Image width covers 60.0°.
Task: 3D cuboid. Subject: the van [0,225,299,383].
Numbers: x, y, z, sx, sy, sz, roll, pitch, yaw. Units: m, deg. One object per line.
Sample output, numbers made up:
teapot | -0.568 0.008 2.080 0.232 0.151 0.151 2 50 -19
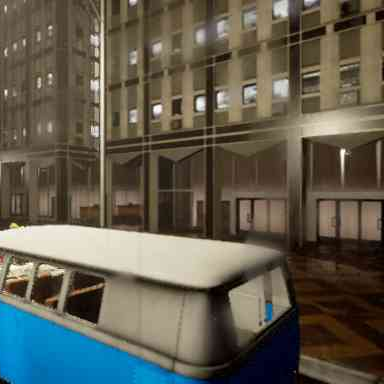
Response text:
van | -0.918 1.331 3.532 3.998 1.788 1.690 0 0 35
